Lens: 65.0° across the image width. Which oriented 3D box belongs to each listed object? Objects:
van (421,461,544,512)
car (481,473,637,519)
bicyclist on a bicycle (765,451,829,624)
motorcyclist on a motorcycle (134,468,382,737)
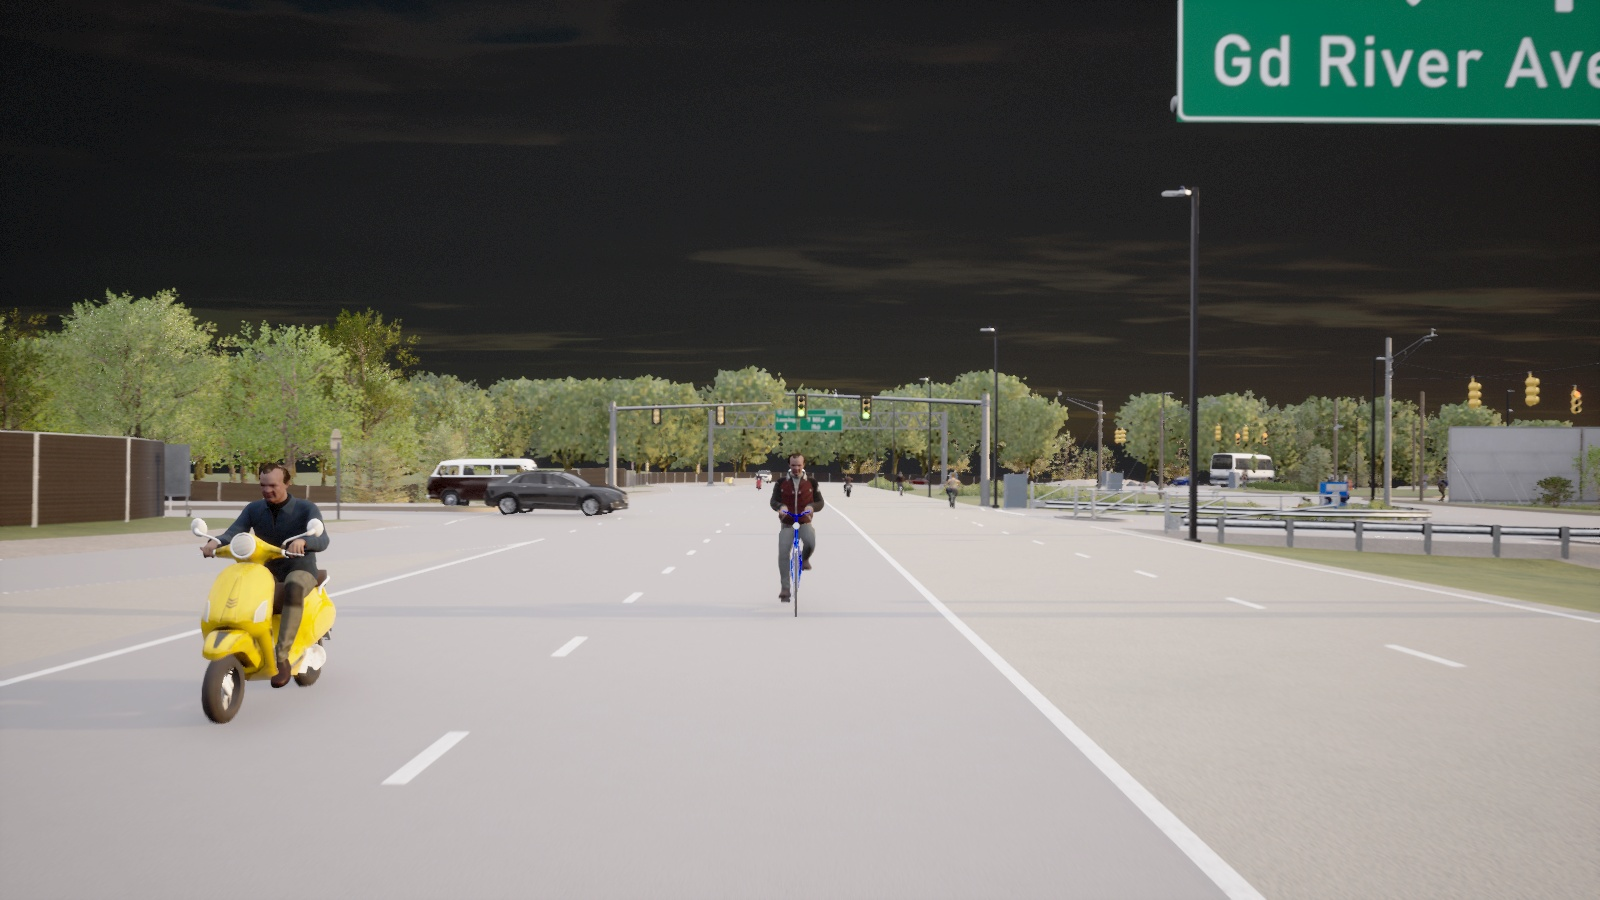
[{"bbox_3d":[-12.805,1.474,50.876,4.480,2.038,2.069,0,-2,0],"label":"van"},{"bbox_3d":[-8.177,1.541,42.779,4.892,1.490,1.837,0,-1,7],"label":"car"},{"bbox_3d":[-0.034,0.913,13.833,0.659,1.776,1.843,0,-1,0],"label":"bicyclist on a bicycle"},{"bbox_3d":[-3.520,0.920,8.369,0.866,1.590,1.817,0,-1,0],"label":"motorcyclist on a motorcycle"}]
